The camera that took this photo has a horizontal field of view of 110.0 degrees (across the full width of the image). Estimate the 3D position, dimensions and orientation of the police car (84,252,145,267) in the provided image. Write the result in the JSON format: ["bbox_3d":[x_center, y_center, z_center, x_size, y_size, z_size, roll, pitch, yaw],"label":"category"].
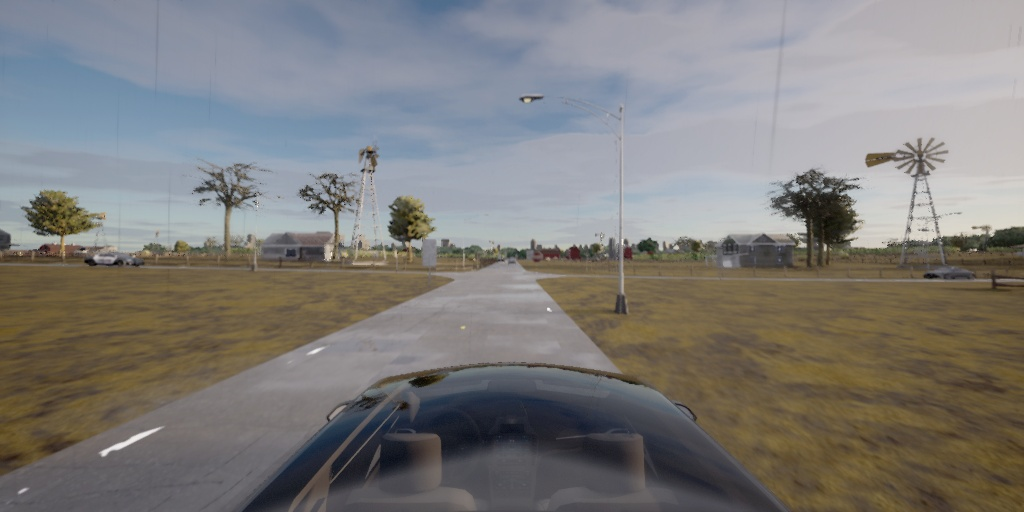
[{"bbox_3d":[-41.835,0.385,37.947,4.974,1.542,2.038,1,-1,0],"label":"police car"}]

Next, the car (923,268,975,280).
[{"bbox_3d":[49.122,1.980,40.369,4.181,1.385,1.994,0,-1,0],"label":"car"}]
